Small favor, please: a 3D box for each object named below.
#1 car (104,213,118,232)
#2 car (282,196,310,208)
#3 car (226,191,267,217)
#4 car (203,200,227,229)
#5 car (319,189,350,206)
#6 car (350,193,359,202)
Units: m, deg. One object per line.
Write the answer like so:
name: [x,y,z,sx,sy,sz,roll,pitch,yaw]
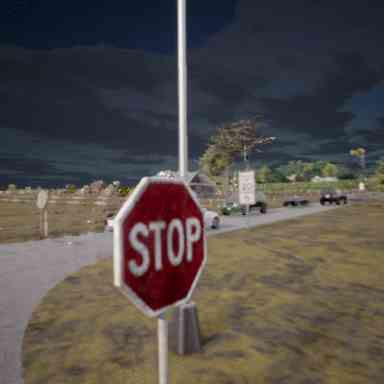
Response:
car: [-2.664,1.379,18.677,2.128,1.511,4.902,-2,-1,36]
car: [12.255,1.165,39.110,1.895,1.301,4.718,-2,-1,36]
car: [4.560,0.957,28.605,2.150,2.045,5.566,-2,-1,36]
car: [-0.345,1.318,17.015,1.812,1.442,4.674,-2,-1,36]
car: [17.769,0.622,41.824,2.150,2.045,5.566,-2,-1,37]
car: [23.813,0.808,50.181,2.033,1.411,5.357,-2,-1,36]
